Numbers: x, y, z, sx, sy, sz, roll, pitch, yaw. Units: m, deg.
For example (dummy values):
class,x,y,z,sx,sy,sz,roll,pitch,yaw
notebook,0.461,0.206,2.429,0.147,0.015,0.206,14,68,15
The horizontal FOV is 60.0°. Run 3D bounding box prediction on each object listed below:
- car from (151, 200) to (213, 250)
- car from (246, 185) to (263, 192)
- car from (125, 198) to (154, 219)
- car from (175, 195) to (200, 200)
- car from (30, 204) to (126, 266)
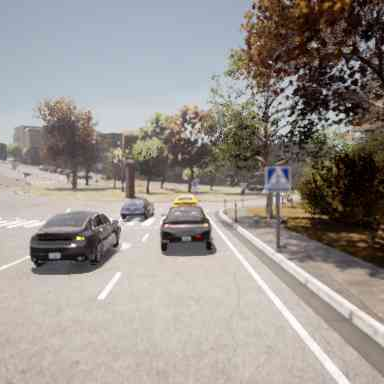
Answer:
class,x,y,z,sx,sy,sz,roll,pitch,yaw
car,-0.239,1.290,13.349,2.128,1.511,4.902,-1,1,-1
car,13.992,-0.824,74.673,2.128,1.511,4.902,-2,3,-25
car,-3.956,1.172,24.733,2.033,1.411,5.357,-1,1,1
car,-0.419,0.999,26.762,1.882,1.535,5.008,-1,1,3
car,-3.695,1.396,11.248,1.837,1.490,4.892,-1,1,-1
